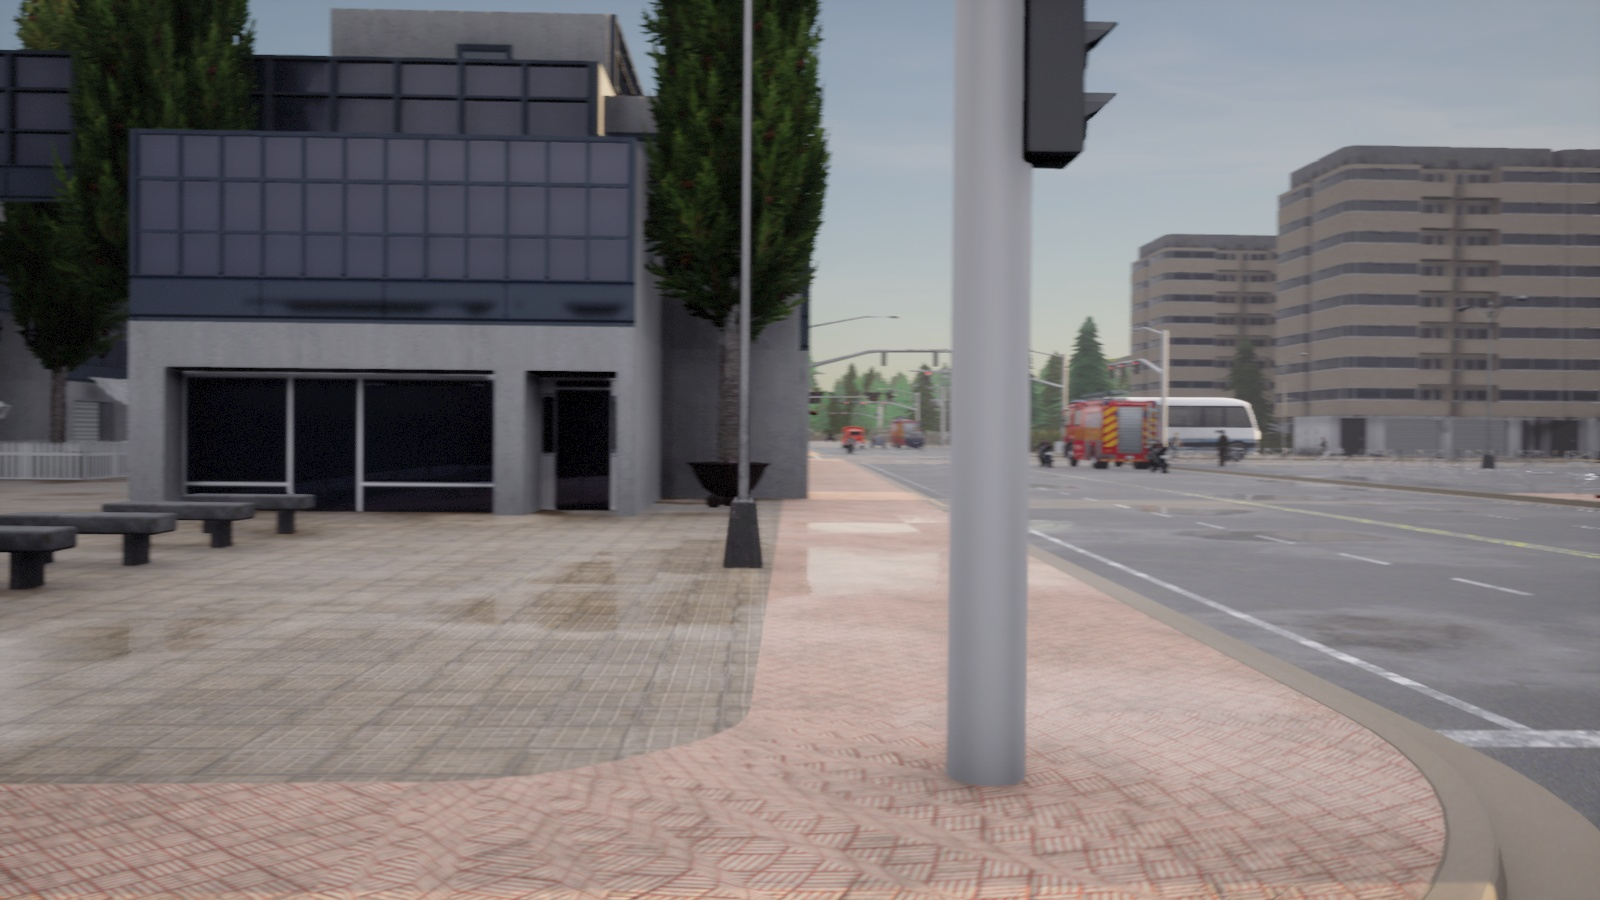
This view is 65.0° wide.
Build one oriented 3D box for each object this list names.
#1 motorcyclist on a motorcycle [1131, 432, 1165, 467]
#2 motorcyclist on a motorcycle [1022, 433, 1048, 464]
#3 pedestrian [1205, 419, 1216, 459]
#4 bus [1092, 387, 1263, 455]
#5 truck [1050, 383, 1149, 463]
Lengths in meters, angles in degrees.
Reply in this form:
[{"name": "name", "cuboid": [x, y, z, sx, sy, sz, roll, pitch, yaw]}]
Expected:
[{"name": "motorcyclist on a motorcycle", "cuboid": [15.463, -0.044, 55.848, 0.866, 1.530, 2.191, -1, 1, -1]}, {"name": "motorcyclist on a motorcycle", "cuboid": [11.838, -0.093, 63.271, 0.866, 1.530, 2.191, -1, 1, -1]}, {"name": "pedestrian", "cuboid": [20.228, -0.552, 61.823, 0.395, 1.930, 0.692, -1, 1, 9]}, {"name": "bus", "cuboid": [24.900, -1.911, 83.385, 10.273, 4.253, 3.944, -1, 1, 6]}, {"name": "truck", "cuboid": [15.287, -1.353, 64.804, 2.891, 3.827, 8.468, -1, 1, -1]}]
